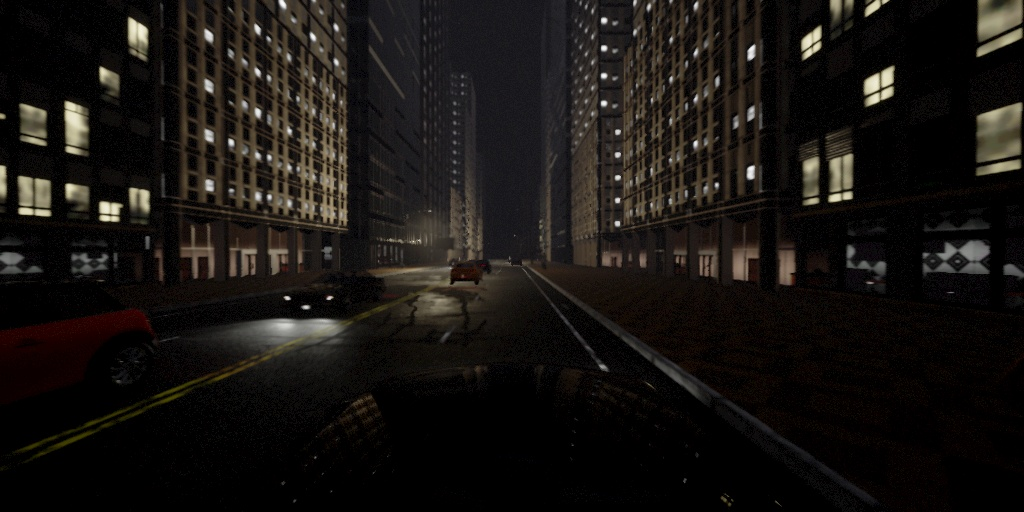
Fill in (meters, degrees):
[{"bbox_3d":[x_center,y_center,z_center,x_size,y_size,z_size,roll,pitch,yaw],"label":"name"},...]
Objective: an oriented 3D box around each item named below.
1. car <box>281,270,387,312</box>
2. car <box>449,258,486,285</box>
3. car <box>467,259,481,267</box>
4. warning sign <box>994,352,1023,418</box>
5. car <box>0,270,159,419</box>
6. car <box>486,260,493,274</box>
[{"bbox_3d":[-6.594,1.249,14.133,2.033,1.411,5.357,0,0,0],"label":"car"},{"bbox_3d":[-3.148,1.144,25.480,1.882,1.535,5.008,0,0,0],"label":"car"},{"bbox_3d":[-6.522,1.155,62.396,1.994,1.385,4.181,0,0,1],"label":"car"},{"bbox_3d":[2.850,0.865,1.676,1.300,1.860,1.060,0,0,0],"label":"warning sign"},{"bbox_3d":[-6.599,1.095,3.632,2.097,1.767,4.553,0,0,0],"label":"car"},{"bbox_3d":[-3.194,1.140,39.306,1.837,1.490,4.892,0,0,0],"label":"car"}]
